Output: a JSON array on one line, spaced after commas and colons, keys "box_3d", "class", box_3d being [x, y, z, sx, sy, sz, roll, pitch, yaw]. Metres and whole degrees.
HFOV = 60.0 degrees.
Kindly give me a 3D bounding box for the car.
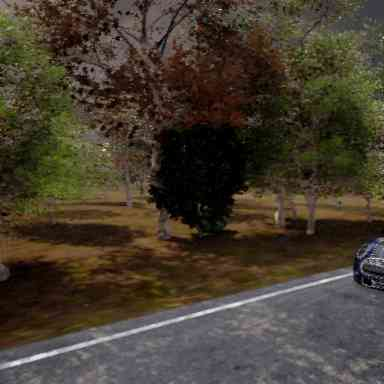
[{"box_3d": [5.932, 1.303, 7.991, 4.553, 1.767, 2.097, -2, 1, -33], "class": "car"}]
